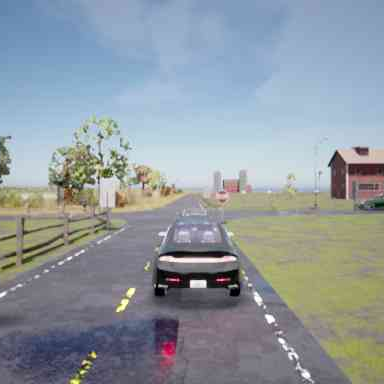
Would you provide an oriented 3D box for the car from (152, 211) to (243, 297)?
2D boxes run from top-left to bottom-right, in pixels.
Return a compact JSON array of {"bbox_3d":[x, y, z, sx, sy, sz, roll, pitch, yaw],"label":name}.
[{"bbox_3d":[0.112,1.482,8.550,2.128,1.511,4.902,0,0,0],"label":"car"}]

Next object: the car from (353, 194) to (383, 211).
[{"bbox_3d":[19.130,1.010,34.270,4.553,1.767,2.097,-1,1,1],"label":"car"}]

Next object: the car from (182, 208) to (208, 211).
[{"bbox_3d":[0.172,1.580,18.961,1.895,1.301,4.718,0,0,2],"label":"car"}]

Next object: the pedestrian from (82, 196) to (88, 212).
[{"bbox_3d":[-12.114,1.376,37.576,0.375,1.860,0.375,0,1,1],"label":"pedestrian"}]
